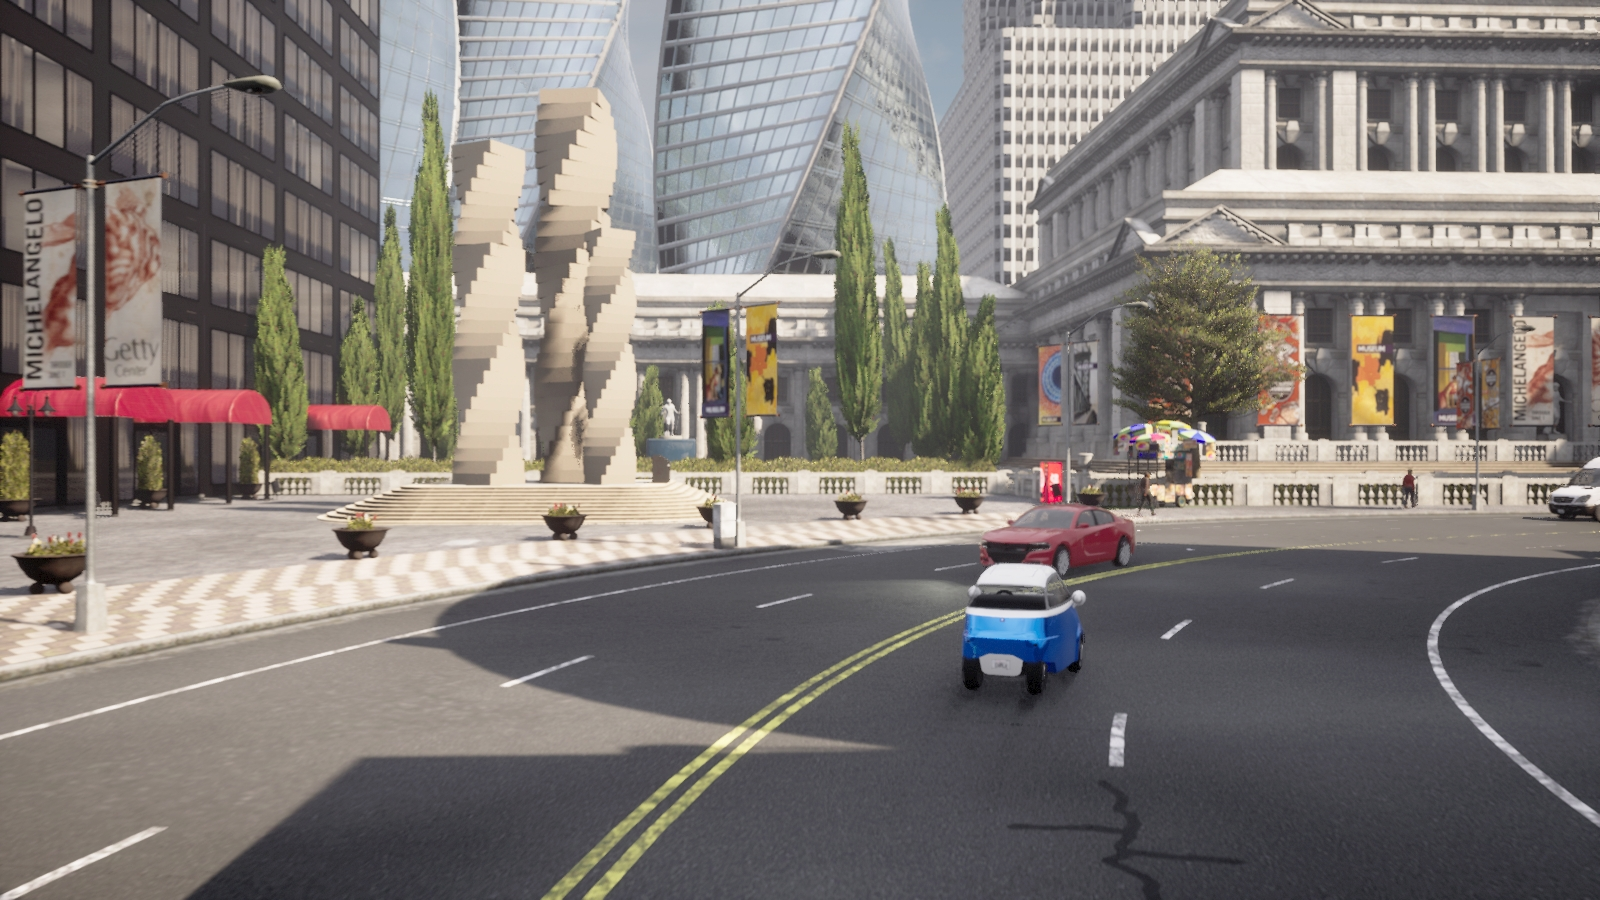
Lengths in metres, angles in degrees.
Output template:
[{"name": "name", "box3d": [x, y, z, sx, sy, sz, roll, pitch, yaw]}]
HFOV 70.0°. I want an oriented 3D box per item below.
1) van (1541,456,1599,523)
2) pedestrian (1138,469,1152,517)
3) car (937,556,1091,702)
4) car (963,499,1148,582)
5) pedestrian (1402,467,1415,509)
[{"name": "van", "box3d": [32.561, 1.514, 44.897, 5.915, 2.561, 1.988, 0, 0, -8]}, {"name": "pedestrian", "box3d": [13.457, 1.671, 44.541, 0.375, 1.860, 0.375, 0, 0, -22]}, {"name": "car", "box3d": [2.679, 2.111, 14.024, 1.481, 1.376, 2.207, 0, 0, 21]}, {"name": "car", "box3d": [6.073, 2.018, 26.673, 2.097, 1.535, 5.006, 0, 0, 41]}, {"name": "pedestrian", "box3d": [26.807, 1.671, 50.345, 0.375, 1.860, 0.375, 0, 0, -38]}]
